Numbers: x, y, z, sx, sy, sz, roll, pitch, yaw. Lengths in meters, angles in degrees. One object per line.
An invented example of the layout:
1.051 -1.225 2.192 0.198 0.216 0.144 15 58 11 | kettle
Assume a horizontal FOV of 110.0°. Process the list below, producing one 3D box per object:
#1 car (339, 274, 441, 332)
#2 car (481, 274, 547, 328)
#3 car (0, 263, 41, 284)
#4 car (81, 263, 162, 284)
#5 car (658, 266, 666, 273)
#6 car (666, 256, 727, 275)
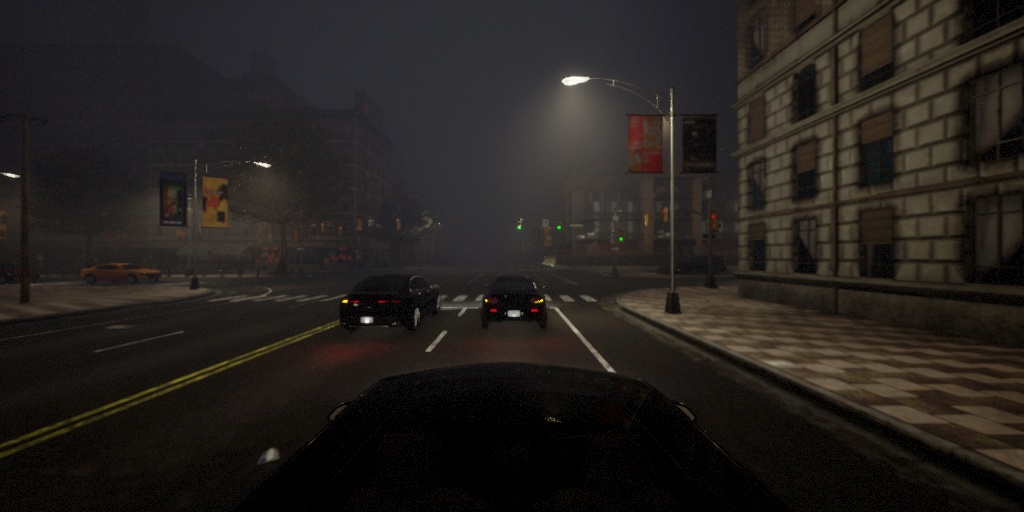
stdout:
-3.445 1.278 10.939 1.837 1.490 4.892 0 0 0 | car
0.058 1.299 11.375 1.812 1.442 4.674 0 0 0 | car
-39.427 1.298 27.490 5.008 1.535 1.882 0 0 0 | car
-29.794 1.296 27.466 5.008 1.535 1.882 0 0 0 | car
20.277 1.393 42.541 5.357 1.411 2.033 0 0 0 | car
20.246 1.059 39.026 5.566 2.045 2.150 0 0 1 | car
